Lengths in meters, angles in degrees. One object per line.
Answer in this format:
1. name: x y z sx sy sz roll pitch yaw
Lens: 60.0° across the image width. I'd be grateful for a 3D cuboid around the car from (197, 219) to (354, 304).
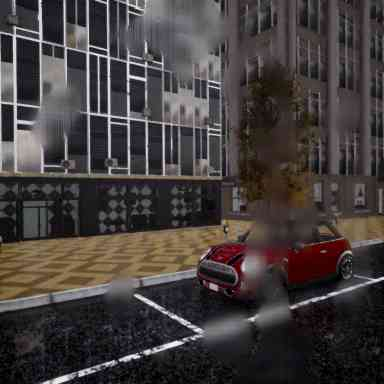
1. car: 2.067 1.439 8.043 4.097 1.590 1.967 0 -1 -35
